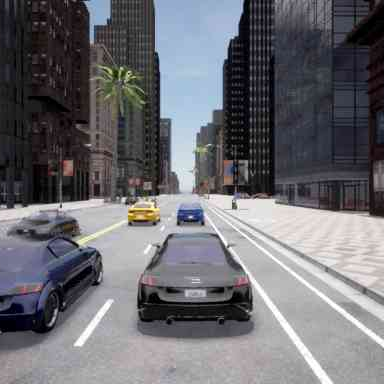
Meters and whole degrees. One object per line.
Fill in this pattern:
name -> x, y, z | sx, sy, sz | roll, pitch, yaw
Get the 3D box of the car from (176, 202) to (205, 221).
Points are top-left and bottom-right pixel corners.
car -> -0.110, 1.477, 24.034 | 1.882, 1.535, 5.008 | 0, 0, -1

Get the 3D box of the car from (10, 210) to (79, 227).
car -> -6.736, 1.563, 15.444 | 1.994, 1.385, 4.181 | 0, 0, -1

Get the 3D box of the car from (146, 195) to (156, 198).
car -> -7.004, 1.337, 57.143 | 2.128, 1.511, 4.902 | 0, 0, -1

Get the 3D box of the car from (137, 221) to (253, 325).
car -> 0.036, 1.563, 7.230 | 1.994, 1.385, 4.181 | 0, 0, 0

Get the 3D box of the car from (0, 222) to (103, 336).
car -> -3.210, 1.563, 6.778 | 1.994, 1.385, 4.181 | 0, 0, 0

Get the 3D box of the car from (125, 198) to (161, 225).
car -> -3.361, 1.477, 24.008 | 1.882, 1.535, 5.008 | 0, 0, 0

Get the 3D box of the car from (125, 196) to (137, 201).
car -> -10.253, 1.498, 57.096 | 1.882, 1.535, 5.008 | 0, 0, -1
